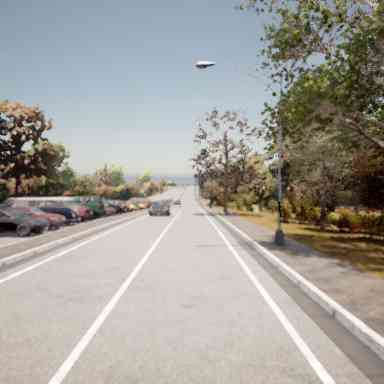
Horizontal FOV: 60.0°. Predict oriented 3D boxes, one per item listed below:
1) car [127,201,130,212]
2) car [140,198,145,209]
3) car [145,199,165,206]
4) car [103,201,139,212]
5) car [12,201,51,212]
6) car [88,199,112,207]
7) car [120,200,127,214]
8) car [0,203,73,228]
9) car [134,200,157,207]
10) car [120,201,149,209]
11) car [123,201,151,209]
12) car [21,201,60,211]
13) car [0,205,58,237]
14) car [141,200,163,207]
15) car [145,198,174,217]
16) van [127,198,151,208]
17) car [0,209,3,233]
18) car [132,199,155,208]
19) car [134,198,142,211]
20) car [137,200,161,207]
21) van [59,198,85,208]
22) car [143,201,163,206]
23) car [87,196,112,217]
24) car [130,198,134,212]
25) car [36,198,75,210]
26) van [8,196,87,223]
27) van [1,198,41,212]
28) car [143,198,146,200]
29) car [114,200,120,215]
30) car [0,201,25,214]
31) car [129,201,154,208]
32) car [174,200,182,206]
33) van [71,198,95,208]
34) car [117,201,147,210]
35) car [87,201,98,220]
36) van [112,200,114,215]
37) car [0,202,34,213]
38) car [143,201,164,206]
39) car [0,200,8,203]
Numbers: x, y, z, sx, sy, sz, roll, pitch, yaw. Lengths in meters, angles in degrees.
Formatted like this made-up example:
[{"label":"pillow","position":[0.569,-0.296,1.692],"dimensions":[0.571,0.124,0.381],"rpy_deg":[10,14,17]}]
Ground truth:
[{"label":"car","position":[-10.283,1.769,40.310],"dimensions":[4.553,1.767,2.185],"rpy_deg":[0,-1,0]},{"label":"car","position":[-10.316,2.137,51.409],"dimensions":[4.892,1.521,2.231],"rpy_deg":[0,-1,0]},{"label":"car","position":[-10.322,2.947,93.035],"dimensions":[5.566,2.045,2.435],"rpy_deg":[0,-2,0]},{"label":"car","position":[-10.304,2.077,48.633],"dimensions":[4.892,1.521,2.231],"rpy_deg":[0,-1,0]},{"label":"car","position":[-23.393,2.115,48.621],"dimensions":[4.674,1.452,2.002],"rpy_deg":[0,-1,0]},{"label":"car","position":[-23.405,2.694,84.747],"dimensions":[5.566,2.045,2.435],"rpy_deg":[0,-2,0]},{"label":"car","position":[-10.310,1.835,37.531],"dimensions":[5.008,1.535,2.097],"rpy_deg":[0,-1,0]},{"label":"car","position":[-10.324,1.632,20.896],"dimensions":[4.674,1.452,2.002],"rpy_deg":[0,0,0]},{"label":"car","position":[-10.295,2.628,73.614],"dimensions":[4.892,1.521,2.231],"rpy_deg":[0,-2,0]},{"label":"car","position":[-10.277,2.347,59.735],"dimensions":[4.792,1.488,2.163],"rpy_deg":[0,-1,0]},{"label":"car","position":[-10.276,2.407,62.510],"dimensions":[4.792,1.488,2.163],"rpy_deg":[0,-1,0]},{"label":"car","position":[-23.384,2.137,51.516],"dimensions":[5.008,1.535,2.097],"rpy_deg":[0,-1,0]},{"label":"car","position":[-10.293,1.606,18.118],"dimensions":[4.792,1.488,2.163],"rpy_deg":[0,0,0]},{"label":"car","position":[-10.111,2.942,84.703],"dimensions":[5.366,1.575,1.946],"rpy_deg":[0,-2,0]},{"label":"car","position":[-3.356,1.675,35.431],"dimensions":[2.097,1.767,4.553],"rpy_deg":[0,-1,0]},{"label":"van","position":[-10.421,2.212,65.291],"dimensions":[4.442,1.987,1.878],"rpy_deg":[0,-1,0]},{"label":"car","position":[-10.330,1.545,12.568],"dimensions":[5.008,1.535,2.097],"rpy_deg":[0,0,0]},{"label":"car","position":[-10.333,2.435,70.838],"dimensions":[4.553,1.767,2.185],"rpy_deg":[0,-1,0]},{"label":"car","position":[-10.126,2.013,45.858],"dimensions":[5.366,1.575,1.946],"rpy_deg":[0,-1,0]},{"label":"car","position":[-10.113,2.772,79.032],"dimensions":[5.366,1.575,1.946],"rpy_deg":[0,-2,0]},{"label":"van","position":[-23.500,2.213,65.369],"dimensions":[4.442,1.987,1.878],"rpy_deg":[0,-1,0]},{"label":"car","position":[-10.302,3.030,87.477],"dimensions":[4.892,1.521,2.231],"rpy_deg":[0,-2,0]},{"label":"car","position":[-10.347,1.403,29.210],"dimensions":[5.566,2.045,2.435],"rpy_deg":[0,-1,0]},{"label":"car","position":[-10.282,1.830,43.085],"dimensions":[4.553,1.767,2.185],"rpy_deg":[0,-1,0]},{"label":"car","position":[-23.359,2.007,57.062],"dimensions":[5.566,2.045,2.435],"rpy_deg":[0,-1,0]},{"label":"van","position":[-10.204,1.382,23.673],"dimensions":[4.442,1.987,1.878],"rpy_deg":[0,0,0]},{"label":"van","position":[-23.508,1.789,45.857],"dimensions":[4.442,1.987,1.878],"rpy_deg":[0,-1,0]},{"label":"car","position":[-10.123,2.194,54.184],"dimensions":[5.366,1.575,1.946],"rpy_deg":[0,-1,0]},{"label":"car","position":[-10.319,1.814,34.755],"dimensions":[4.674,1.452,2.002],"rpy_deg":[0,-1,0]},{"label":"car","position":[-23.388,1.897,40.438],"dimensions":[5.008,1.535,2.097],"rpy_deg":[0,-1,0]},{"label":"car","position":[-10.332,2.528,68.062],"dimensions":[4.792,1.488,2.163],"rpy_deg":[0,-1,0]},{"label":"car","position":[-3.362,2.571,77.673],"dimensions":[1.837,1.490,4.892],"rpy_deg":[0,-1,0]},{"label":"van","position":[-23.273,2.336,70.924],"dimensions":[4.442,1.987,1.878],"rpy_deg":[0,-1,0]},{"label":"car","position":[-10.278,2.286,56.959],"dimensions":[4.792,1.488,2.163],"rpy_deg":[0,-1,0]},{"label":"car","position":[-10.349,1.653,26.454],"dimensions":[4.792,1.488,2.163],"rpy_deg":[0,-1,0]},{"label":"van","position":[-10.201,1.488,31.985],"dimensions":[4.442,1.987,1.878],"rpy_deg":[0,-1,0]},{"label":"car","position":[-23.391,1.997,43.208],"dimensions":[4.674,1.452,2.002],"rpy_deg":[0,-1,0]},{"label":"car","position":[-10.480,3.111,90.252],"dimensions":[5.366,1.575,1.946],"rpy_deg":[0,-2,0]},{"label":"car","position":[-23.367,1.583,37.549],"dimensions":[5.566,2.045,2.435],"rpy_deg":[0,-1,0]}]
